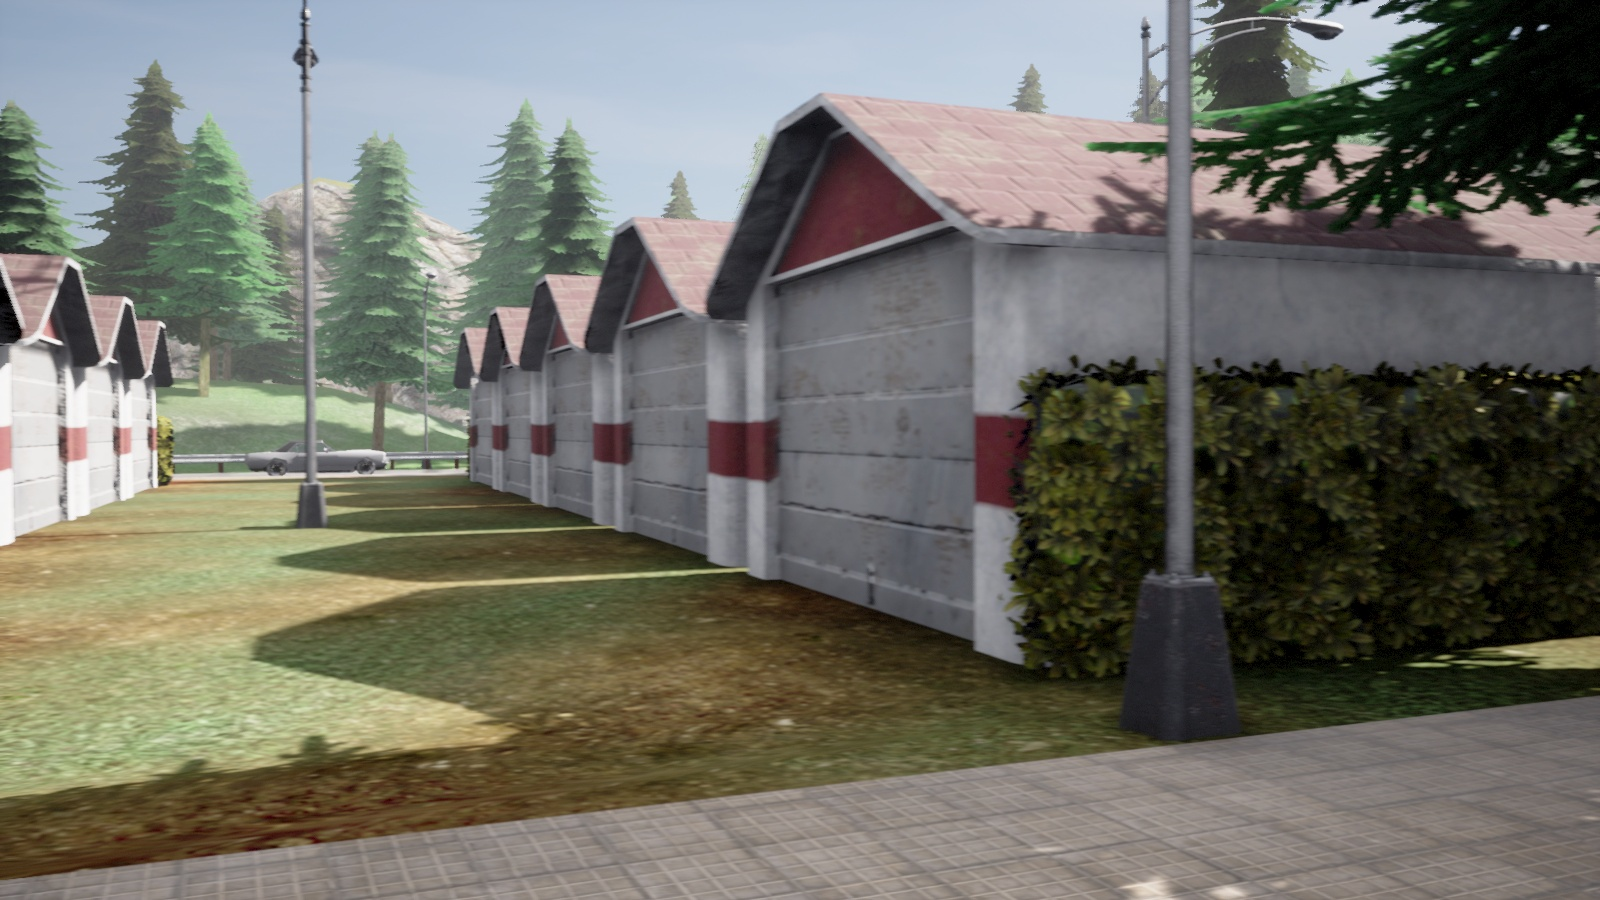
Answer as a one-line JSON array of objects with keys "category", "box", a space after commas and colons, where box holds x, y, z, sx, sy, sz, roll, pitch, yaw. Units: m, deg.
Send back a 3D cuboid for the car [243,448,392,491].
[{"category": "car", "box": [-16.856, 0.664, 44.042, 4.718, 1.301, 1.895, -2, 1, -20]}]
